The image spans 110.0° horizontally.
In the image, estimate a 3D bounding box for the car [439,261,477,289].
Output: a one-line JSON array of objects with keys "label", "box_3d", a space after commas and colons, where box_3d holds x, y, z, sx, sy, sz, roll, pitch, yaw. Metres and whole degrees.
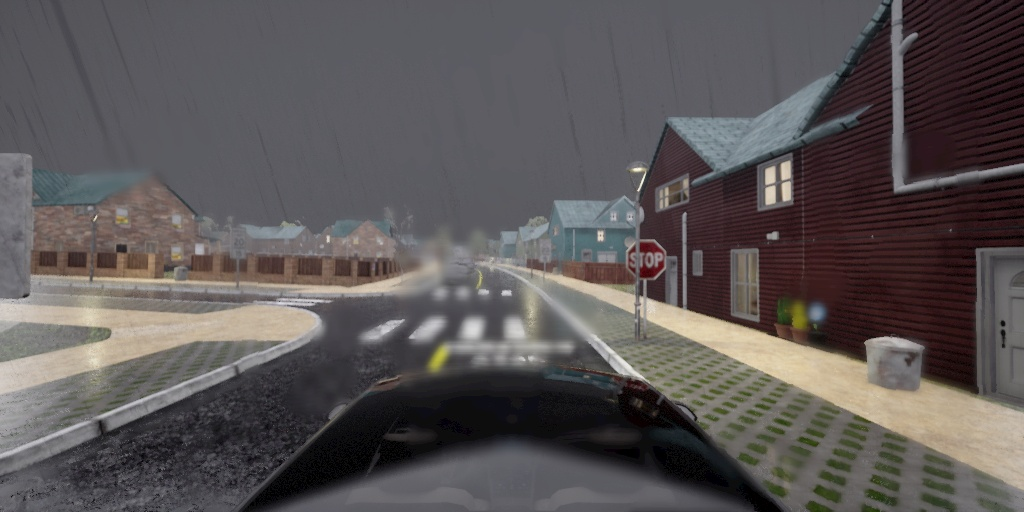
[{"label": "car", "box_3d": [-3.440, 1.272, 22.908, 1.837, 1.490, 4.892, 0, 0, -4]}]

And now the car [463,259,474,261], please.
[{"label": "car", "box_3d": [-5.523, 1.191, 45.304, 2.128, 1.511, 4.902, 0, 0, -7]}]
